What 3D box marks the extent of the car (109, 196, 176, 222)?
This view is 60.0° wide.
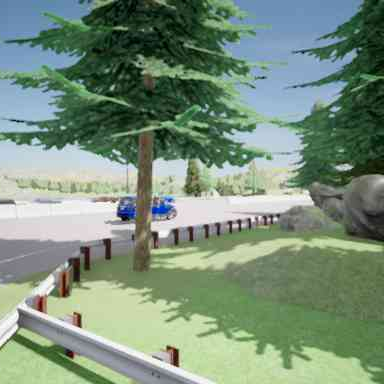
[{"bbox_3d":[-3.576,1.343,26.694,2.150,2.045,5.566,0,0,35],"label":"car"}]

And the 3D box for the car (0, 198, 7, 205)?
[{"bbox_3d":[-24.997,1.625,39.182,1.895,1.301,4.718,0,0,35],"label":"car"}]

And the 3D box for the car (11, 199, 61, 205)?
[{"bbox_3d":[-19.050,1.586,41.521,2.033,1.411,5.357,0,0,35],"label":"car"}]

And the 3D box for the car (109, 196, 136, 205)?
[{"bbox_3d":[-12.889,1.489,62.215,1.882,1.535,5.008,0,0,36],"label":"car"}]

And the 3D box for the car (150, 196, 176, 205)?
[{"bbox_3d":[-5.260,1.517,60.860,1.882,1.535,5.008,0,0,36],"label":"car"}]

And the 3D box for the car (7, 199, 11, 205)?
[{"bbox_3d":[-25.986,1.502,43.829,2.128,1.511,4.902,0,0,35],"label":"car"}]

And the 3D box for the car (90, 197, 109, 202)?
[{"bbox_3d":[-14.379,1.502,54.146,1.882,1.535,5.008,0,0,36],"label":"car"}]
